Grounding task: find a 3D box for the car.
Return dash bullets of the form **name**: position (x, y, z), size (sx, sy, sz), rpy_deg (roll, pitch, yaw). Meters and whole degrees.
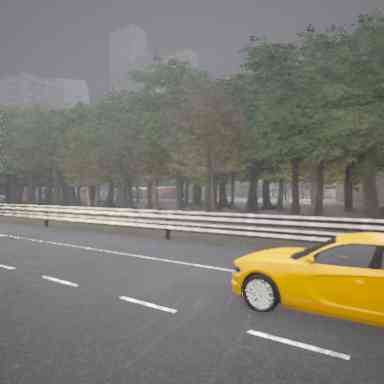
- **car**: position (3.096, 1.478, 5.963), size (5.008, 1.535, 1.882), rpy_deg (0, 0, 35)
